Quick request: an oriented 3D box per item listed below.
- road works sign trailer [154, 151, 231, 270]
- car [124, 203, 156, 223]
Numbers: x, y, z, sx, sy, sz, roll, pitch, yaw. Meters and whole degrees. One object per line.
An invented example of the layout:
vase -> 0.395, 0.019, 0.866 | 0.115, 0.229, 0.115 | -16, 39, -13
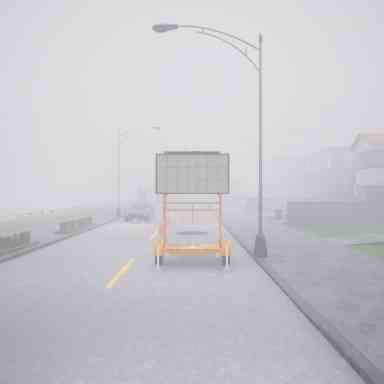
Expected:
road works sign trailer -> 0.016, 0.464, 10.994 | 2.380, 3.560, 2.880 | 0, 0, 0
car -> -3.961, 1.547, 26.033 | 2.033, 1.411, 5.357 | 0, 0, 0
